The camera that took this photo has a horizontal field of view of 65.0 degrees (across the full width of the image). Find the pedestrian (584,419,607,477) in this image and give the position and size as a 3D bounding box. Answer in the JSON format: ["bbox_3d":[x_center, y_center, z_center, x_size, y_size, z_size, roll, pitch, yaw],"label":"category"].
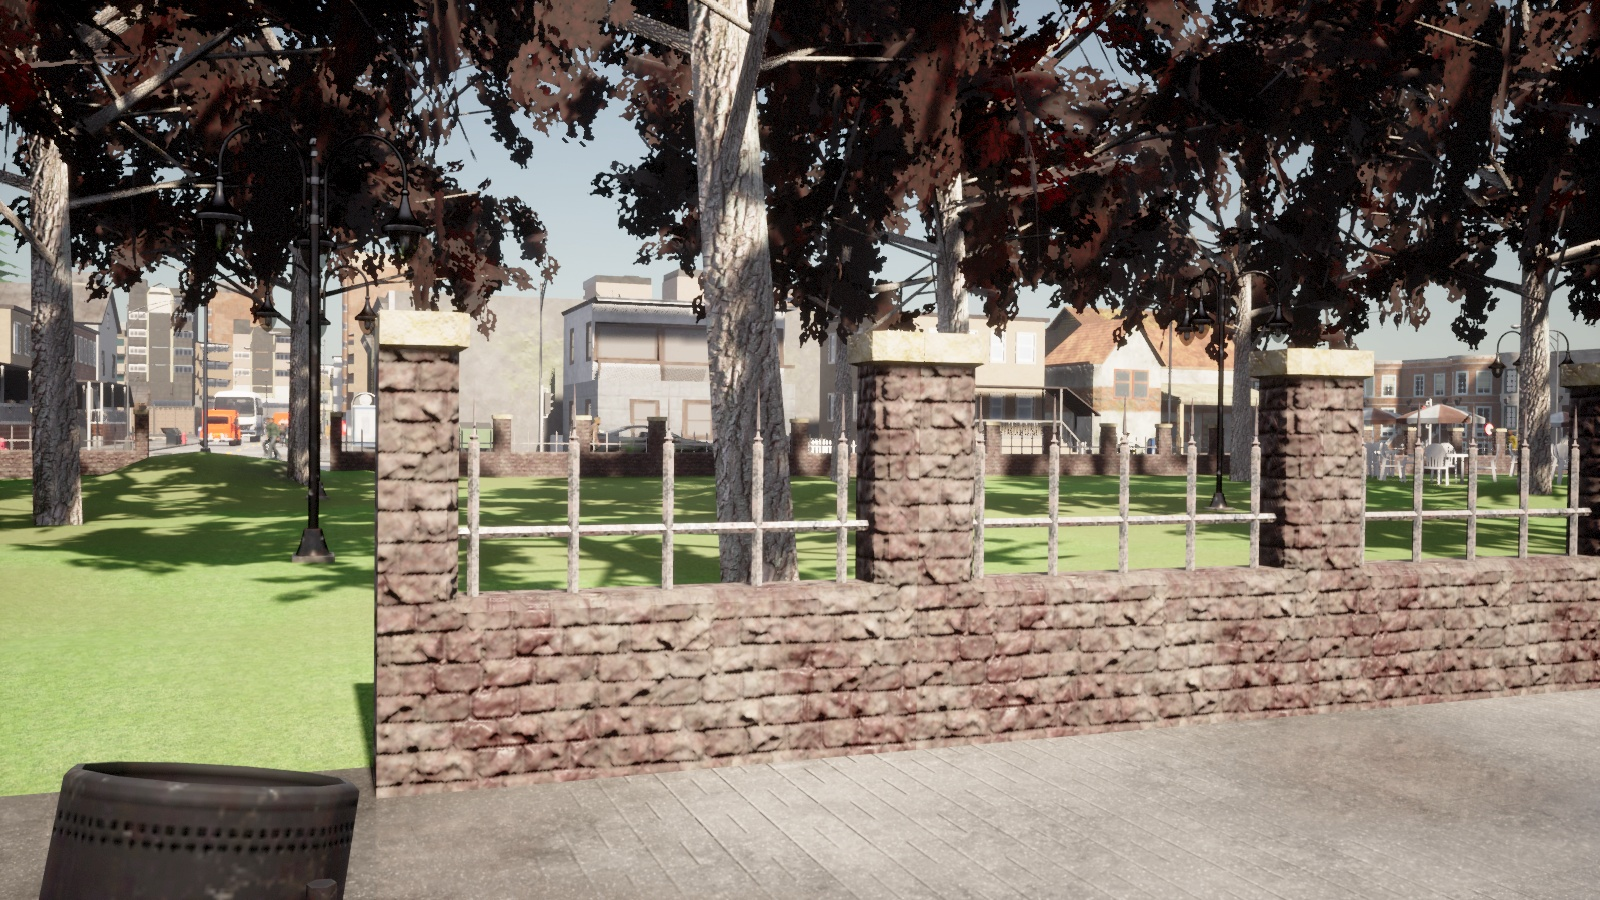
[{"bbox_3d":[-6.473,-0.069,39.755,0.634,1.846,0.331,-1,1,-21],"label":"pedestrian"}]

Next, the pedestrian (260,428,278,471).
[{"bbox_3d":[-22.950,-0.040,54.263,0.614,1.847,0.353,-1,1,-32],"label":"pedestrian"}]

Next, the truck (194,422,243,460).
[{"bbox_3d":[-39.561,-0.653,85.521,2.627,2.467,5.204,-1,1,-21],"label":"truck"}]

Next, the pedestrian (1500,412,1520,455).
[{"bbox_3d":[30.367,-0.694,53.716,0.726,1.835,0.370,-1,1,-18],"label":"pedestrian"}]

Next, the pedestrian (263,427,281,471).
[{"bbox_3d":[-22.564,-0.040,53.664,0.353,1.847,0.614,0,1,31],"label":"pedestrian"}]

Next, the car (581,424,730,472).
[{"bbox_3d":[-5.297,-0.113,45.920,5.027,1.651,2.152,-1,1,-21],"label":"car"}]
